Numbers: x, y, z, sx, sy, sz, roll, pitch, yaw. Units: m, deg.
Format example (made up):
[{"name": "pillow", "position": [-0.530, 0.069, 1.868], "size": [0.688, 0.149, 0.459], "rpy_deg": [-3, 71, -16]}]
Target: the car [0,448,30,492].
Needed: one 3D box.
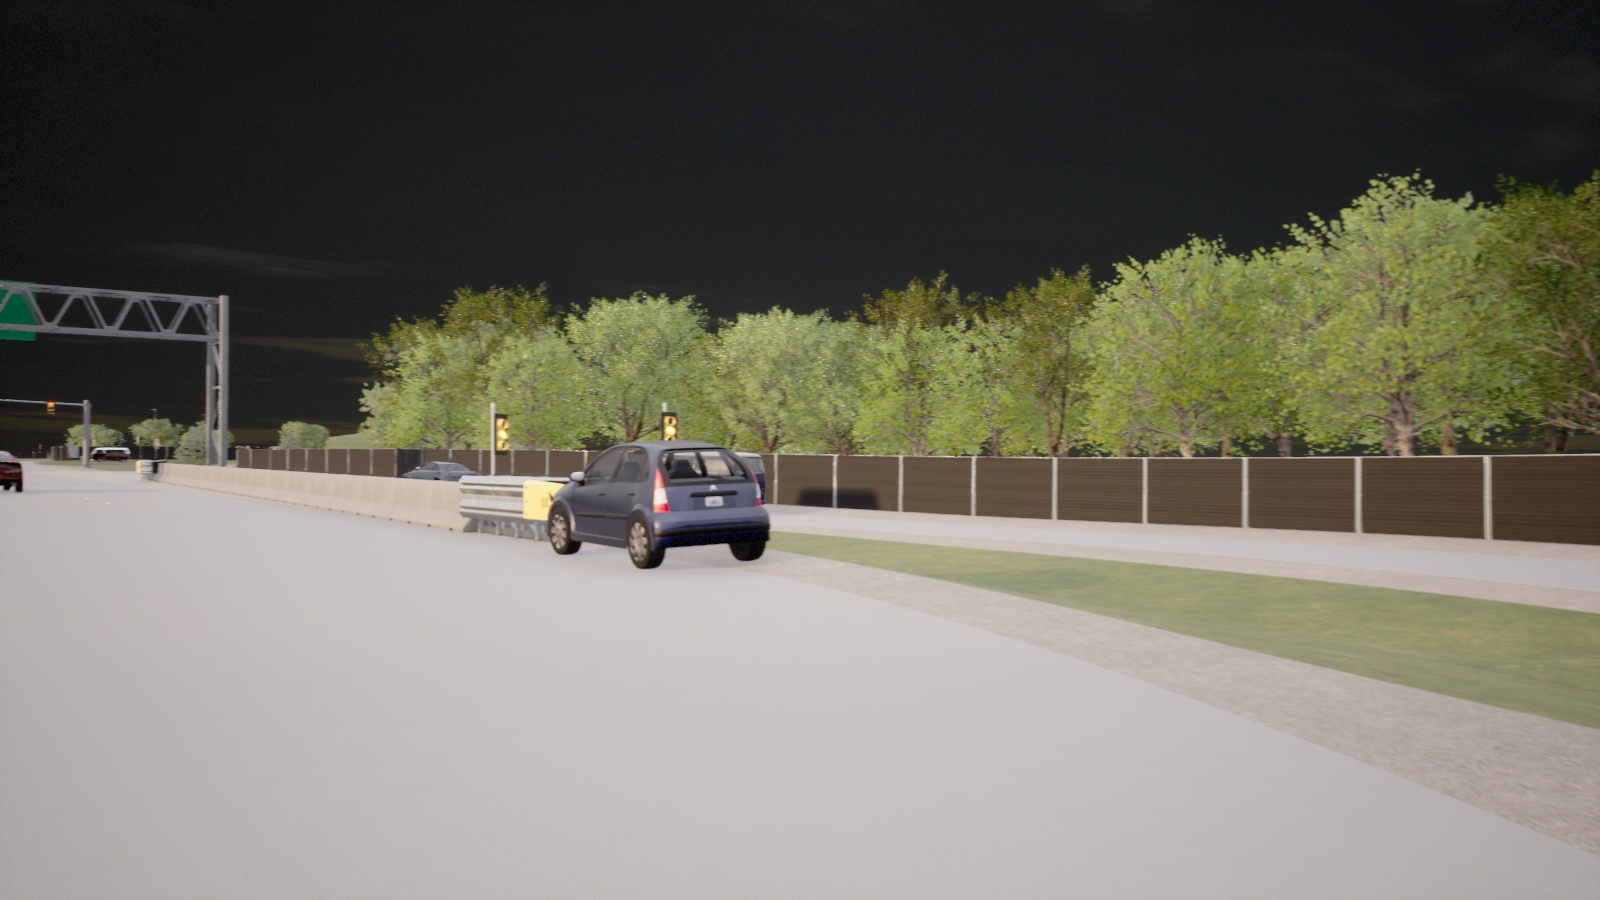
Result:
[{"name": "car", "position": [-29.621, 0.705, 45.931], "size": [1.882, 1.535, 5.008], "rpy_deg": [1, 0, -38]}]

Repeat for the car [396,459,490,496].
[{"name": "car", "position": [-15.017, 1.129, 52.704], "size": [1.994, 1.385, 4.181], "rpy_deg": [1, 0, -45]}]

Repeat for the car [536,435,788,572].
[{"name": "car", "position": [-2.020, 0.633, 17.293], "size": [1.851, 1.617, 3.988], "rpy_deg": [-2, 1, -32]}]

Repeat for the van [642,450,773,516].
[{"name": "van", "position": [-3.034, 1.021, 40.617], "size": [1.775, 1.987, 4.442], "rpy_deg": [1, 0, -44]}]
